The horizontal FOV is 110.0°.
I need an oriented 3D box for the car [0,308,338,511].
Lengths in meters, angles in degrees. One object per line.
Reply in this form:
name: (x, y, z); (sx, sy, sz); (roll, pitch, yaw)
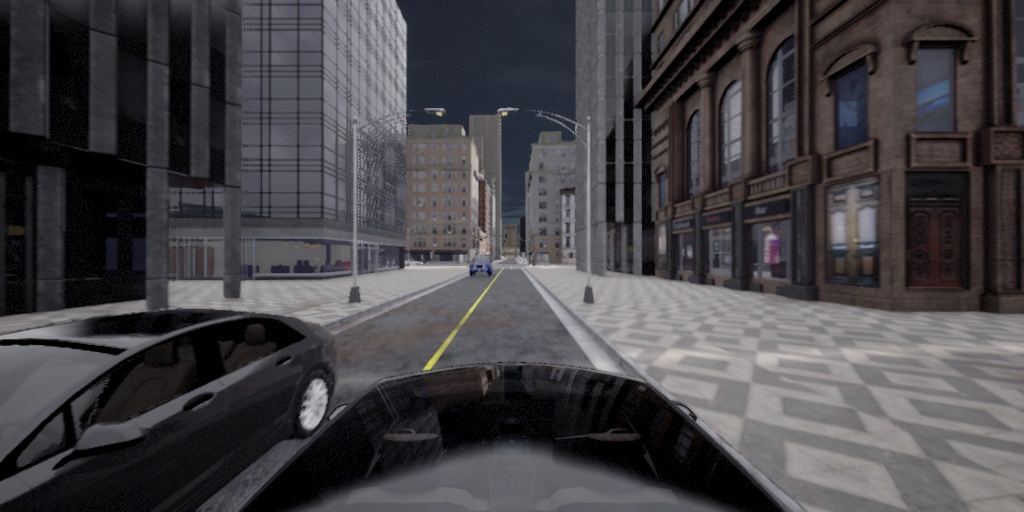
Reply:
car: (-3.100, 1.255, 2.606); (1.837, 1.490, 4.892); (0, 0, 0)

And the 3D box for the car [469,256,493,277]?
car: (-3.096, 1.001, 36.985); (2.150, 2.045, 5.566); (0, 0, 0)
